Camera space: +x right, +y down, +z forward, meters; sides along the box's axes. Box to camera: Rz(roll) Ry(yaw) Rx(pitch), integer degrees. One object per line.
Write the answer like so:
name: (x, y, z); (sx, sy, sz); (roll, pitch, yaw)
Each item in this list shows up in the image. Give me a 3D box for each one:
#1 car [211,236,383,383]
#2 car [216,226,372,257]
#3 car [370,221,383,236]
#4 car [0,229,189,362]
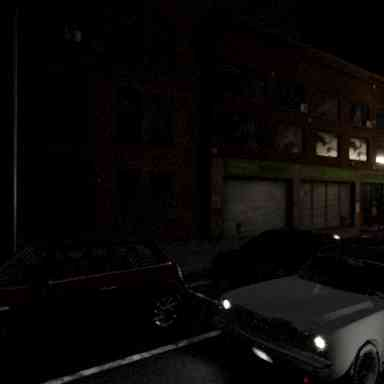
car: (2.635, 1.650, 5.247); (4.718, 1.301, 1.895); (1, 0, -36)
car: (2.473, 1.632, 8.531); (4.313, 1.339, 1.947); (1, 0, -36)
car: (7.086, 1.703, 11.823); (4.206, 1.307, 1.802); (1, 0, -36)
car: (-2.140, 1.452, 5.239); (4.097, 1.590, 1.967); (1, 0, -36)
